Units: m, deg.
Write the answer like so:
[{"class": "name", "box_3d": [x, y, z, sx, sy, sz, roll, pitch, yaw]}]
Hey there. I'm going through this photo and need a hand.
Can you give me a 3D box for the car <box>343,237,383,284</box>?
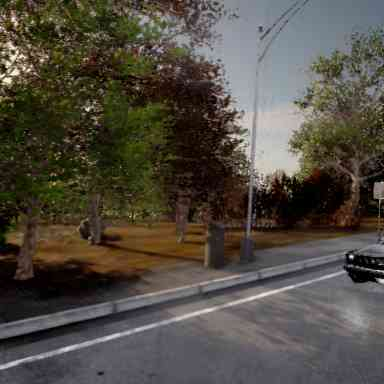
[{"class": "car", "box_3d": [5.852, 1.611, 8.497, 4.718, 1.301, 1.895, 0, 0, -38]}]
